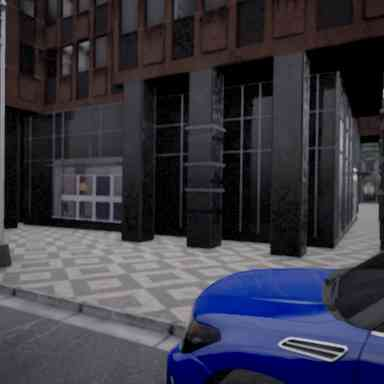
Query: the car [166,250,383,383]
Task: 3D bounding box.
[{"bbox_3d":[2.506,1.223,2.430,5.566,2.045,2.150,0,0,29],"label":"car"}]
